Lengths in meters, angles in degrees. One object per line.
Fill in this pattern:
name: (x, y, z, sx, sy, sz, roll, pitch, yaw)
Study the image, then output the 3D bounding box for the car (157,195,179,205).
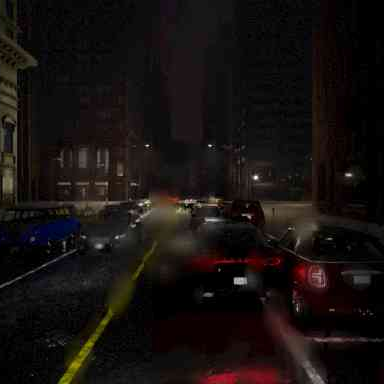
car: (-4.537, 1.402, 60.109, 4.553, 1.767, 2.097, 0, 0, 38)

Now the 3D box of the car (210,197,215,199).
car: (2.719, 1.321, 24.226, 2.192, 1.841, 5.009, 0, 0, 0)

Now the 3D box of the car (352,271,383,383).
car: (2.756, 1.582, 1.682, 1.802, 1.307, 4.206, 0, 0, 0)

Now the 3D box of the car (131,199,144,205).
car: (-5.814, 1.575, 29.846, 1.947, 1.339, 4.313, 0, 0, 0)

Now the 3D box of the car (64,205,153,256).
car: (-3.021, 1.493, 13.248, 2.128, 1.511, 4.902, 0, 0, 0)

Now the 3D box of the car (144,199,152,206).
car: (-5.823, 1.580, 35.483, 1.947, 1.339, 4.313, 0, 0, 0)

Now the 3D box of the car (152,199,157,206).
car: (-5.832, 1.569, 41.119, 2.008, 1.369, 4.403, 0, 0, 0)

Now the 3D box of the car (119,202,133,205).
car: (-5.804, 1.588, 24.210, 1.802, 1.307, 4.206, 0, 0, 0)

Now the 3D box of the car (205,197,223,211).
car: (2.693, 1.458, 41.134, 1.967, 1.590, 4.097, 0, 0, 0)

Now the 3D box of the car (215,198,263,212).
car: (2.728, 1.318, 18.590, 2.192, 1.841, 5.009, 0, 0, 0)

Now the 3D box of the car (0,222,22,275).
car: (-5.778, 1.582, 7.300, 1.802, 1.307, 4.206, 0, 0, 0)

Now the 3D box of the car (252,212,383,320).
car: (2.747, 1.440, 7.318, 1.967, 1.590, 4.097, 0, 0, 0)

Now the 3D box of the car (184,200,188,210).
car: (-0.068, 1.621, 42.972, 1.895, 1.301, 4.718, 0, 0, 0)

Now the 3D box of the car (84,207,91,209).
car: (-5.796, 1.528, 18.403, 1.752, 1.417, 4.829, 0, 0, 0)

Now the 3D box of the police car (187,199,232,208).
police car: (0.838, 1.429, 18.679, 1.930, 1.638, 5.238, 0, 0, 0)

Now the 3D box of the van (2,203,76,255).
van: (-5.788, 1.342, 12.937, 1.690, 1.788, 3.998, 0, 0, 0)

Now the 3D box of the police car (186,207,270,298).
police car: (0.886, 1.426, 8.679, 1.930, 1.638, 5.238, 0, 0, 0)
